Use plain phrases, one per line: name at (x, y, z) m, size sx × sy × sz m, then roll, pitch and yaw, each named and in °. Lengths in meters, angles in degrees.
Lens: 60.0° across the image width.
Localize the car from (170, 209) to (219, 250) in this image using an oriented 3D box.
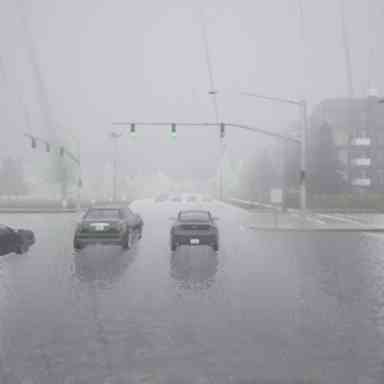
car at (0.100, 1.495, 14.273) m, size 1.837 × 1.490 × 4.892 m, roll 0°, pitch 0°, yaw 0°

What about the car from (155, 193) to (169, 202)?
car at (-7.026, 1.467, 73.930) m, size 2.128 × 1.511 × 4.902 m, roll 0°, pitch 0°, yaw 0°

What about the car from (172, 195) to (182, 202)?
car at (-3.527, 1.537, 74.378) m, size 1.895 × 1.301 × 4.718 m, roll 0°, pitch 0°, yaw 0°

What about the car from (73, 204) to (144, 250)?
car at (-3.400, 1.341, 14.368) m, size 2.097 × 1.767 × 4.553 m, roll 0°, pitch 0°, yaw 0°

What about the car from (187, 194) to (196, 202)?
car at (-0.027, 1.495, 74.350) m, size 1.994 × 1.385 × 4.181 m, roll 0°, pitch 0°, yaw 0°

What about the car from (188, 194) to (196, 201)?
car at (-0.032, 1.356, 84.351) m, size 1.837 × 1.490 × 4.892 m, roll 0°, pitch 0°, yaw 0°

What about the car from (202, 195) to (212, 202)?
car at (3.474, 1.420, 73.935) m, size 1.882 × 1.535 × 5.008 m, roll 0°, pitch 0°, yaw 0°

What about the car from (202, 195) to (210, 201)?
car at (3.468, 1.380, 84.352) m, size 1.812 × 1.442 × 4.674 m, roll 0°, pitch 0°, yaw 0°

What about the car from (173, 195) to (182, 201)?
car at (-3.532, 1.396, 84.349) m, size 2.033 × 1.411 × 5.357 m, roll 0°, pitch 0°, yaw 0°

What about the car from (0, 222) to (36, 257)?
car at (-6.900, 1.539, 10.284) m, size 2.033 × 1.411 × 5.357 m, roll 0°, pitch 0°, yaw 0°
